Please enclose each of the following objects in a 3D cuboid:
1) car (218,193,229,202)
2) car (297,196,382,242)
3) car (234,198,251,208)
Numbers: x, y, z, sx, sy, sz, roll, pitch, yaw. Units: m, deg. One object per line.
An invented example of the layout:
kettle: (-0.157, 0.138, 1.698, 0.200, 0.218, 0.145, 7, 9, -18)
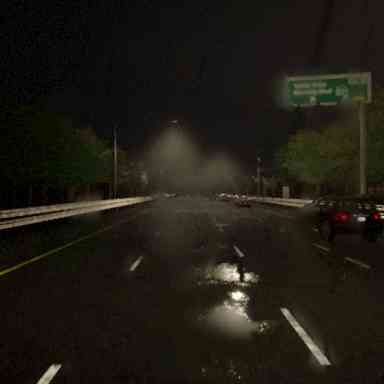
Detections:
car: (7.071, 1.516, 73.850, 2.033, 1.411, 5.357, 0, 0, 0)
car: (7.009, 1.217, 16.422, 2.150, 2.045, 5.566, 0, 0, 0)
car: (7.039, 1.530, 46.723, 2.033, 1.411, 5.357, 0, 0, 0)
